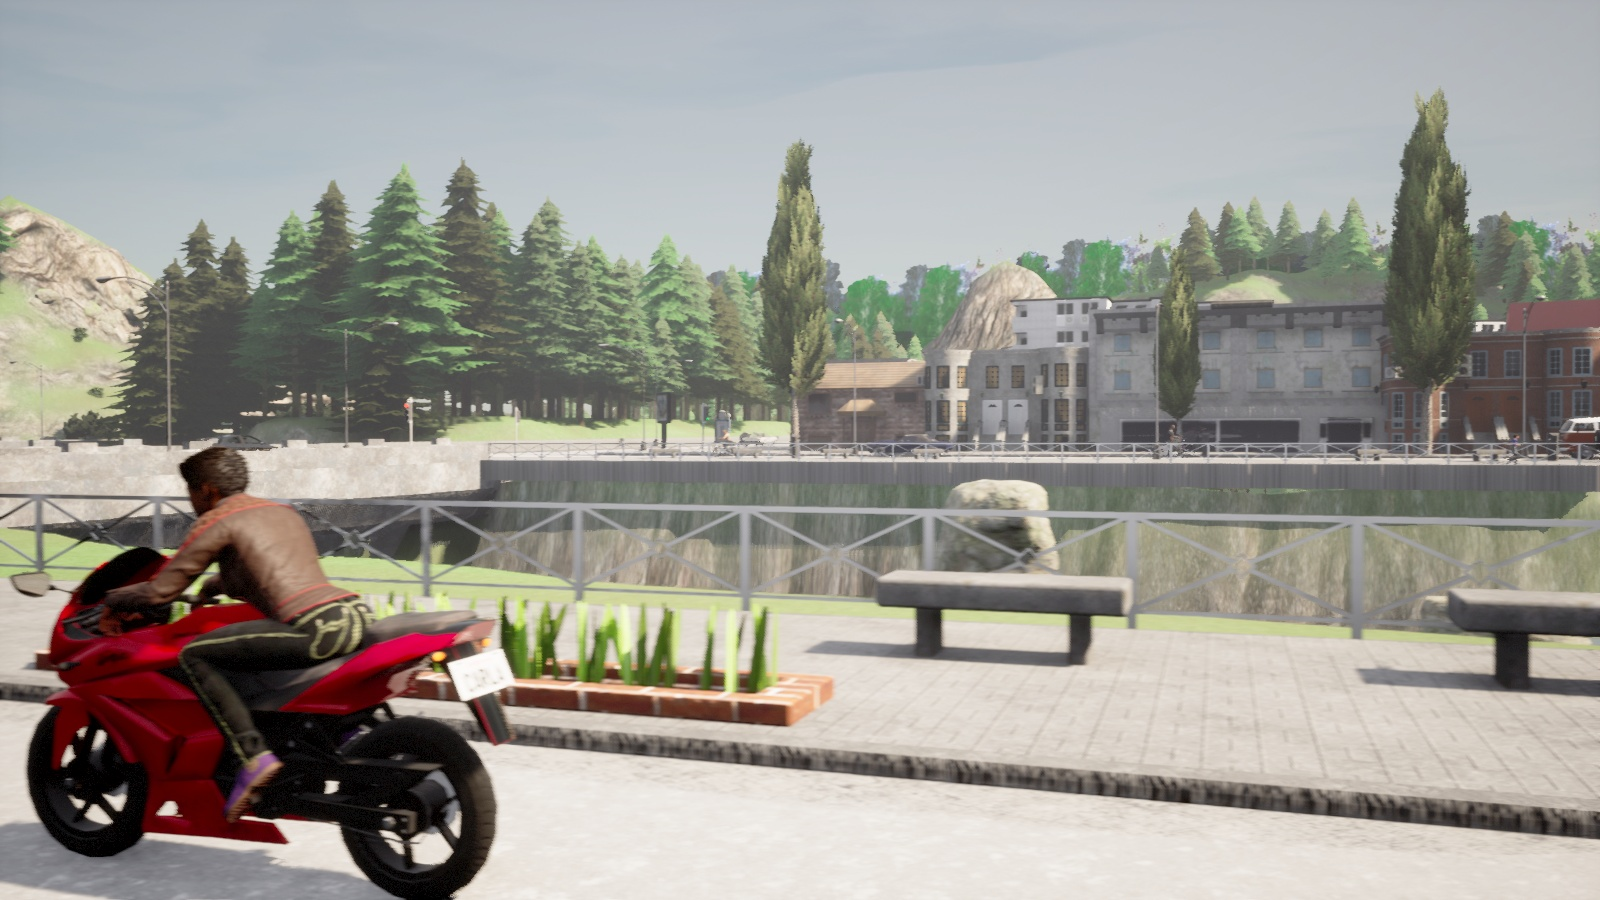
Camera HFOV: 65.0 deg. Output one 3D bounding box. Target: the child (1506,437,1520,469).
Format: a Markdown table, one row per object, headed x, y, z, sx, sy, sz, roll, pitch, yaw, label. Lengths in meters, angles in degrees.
| x | y | z | sx | sy | sz | roll | pitch | yaw | label |
| --- | --- | --- | --- | --- | --- | --- | --- | --- | --- |
| 28.755 | 0.114 | 50.627 | 0.437 | 1.263 | 0.270 | 1 | 1 | 20 | child |

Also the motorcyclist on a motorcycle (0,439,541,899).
| x | y | z | sx | sy | sz | roll | pitch | yaw | label |
| --- | --- | --- | --- | --- | --- | --- | --- | --- | --- |
| -2.012 | 0.731 | 4.398 | 2.044 | 1.523 | 0.797 | 1 | 1 | 19 | motorcyclist on a motorcycle |

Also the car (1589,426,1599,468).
| x | y | z | sx | sy | sz | roll | pitch | yaw | label |
| --- | --- | --- | --- | --- | --- | --- | --- | --- | --- |
| 37.714 | -0.134 | 56.081 | 3.866 | 1.878 | 1.905 | 1 | 1 | 19 | car |

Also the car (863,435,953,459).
| x | y | z | sx | sy | sz | roll | pitch | yaw | label |
| --- | --- | --- | --- | --- | --- | --- | --- | --- | --- |
| 6.115 | -0.186 | 70.925 | 4.718 | 1.301 | 1.895 | 1 | 1 | 19 | car |

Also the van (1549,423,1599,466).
| x | y | z | sx | sy | sz | roll | pitch | yaw | label |
| --- | --- | --- | --- | --- | --- | --- | --- | --- | --- |
| 38.594 | -0.266 | 60.003 | 4.480 | 2.038 | 2.069 | 1 | 1 | 19 | van |

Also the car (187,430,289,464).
| x | y | z | sx | sy | sz | roll | pitch | yaw | label |
| --- | --- | --- | --- | --- | --- | --- | --- | --- | --- |
| -25.217 | -0.160 | 56.527 | 1.816 | 1.474 | 4.193 | 1 | 1 | 19 | car |
